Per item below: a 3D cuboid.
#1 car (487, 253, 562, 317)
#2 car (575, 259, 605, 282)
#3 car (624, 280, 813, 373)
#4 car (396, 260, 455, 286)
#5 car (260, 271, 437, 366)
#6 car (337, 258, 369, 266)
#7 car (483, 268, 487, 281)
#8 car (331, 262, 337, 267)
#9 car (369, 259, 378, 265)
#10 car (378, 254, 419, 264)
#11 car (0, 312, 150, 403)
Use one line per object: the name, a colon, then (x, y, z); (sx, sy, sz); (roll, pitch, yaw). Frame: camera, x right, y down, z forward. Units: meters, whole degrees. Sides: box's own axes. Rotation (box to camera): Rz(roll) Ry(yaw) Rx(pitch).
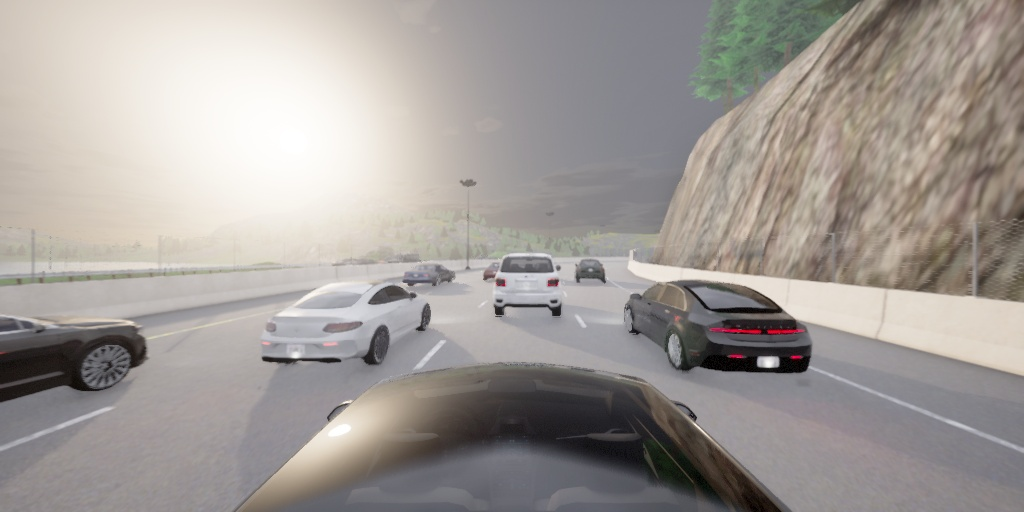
car: (0.622, 0.926, 13.132); (2.150, 2.045, 5.566); (0, 0, 4)
car: (5.942, 1.008, 27.598); (2.097, 1.767, 4.553); (0, 0, 9)
car: (3.795, 1.242, 7.567); (1.837, 1.490, 4.892); (0, 1, 3)
car: (-5.314, 1.194, 23.588); (2.033, 1.411, 5.357); (0, 0, 8)
car: (-3.198, 1.242, 7.791); (1.812, 1.442, 4.674); (0, 0, 3)
car: (-19.172, 1.014, 45.318); (2.128, 1.511, 4.902); (0, 0, 14)
car: (-0.951, 1.199, 28.810); (1.994, 1.385, 4.181); (0, 0, 10)
car: (-22.074, 1.011, 48.146); (1.837, 1.490, 4.892); (0, 0, 14)
car: (-15.495, 0.881, 45.566); (2.097, 1.767, 4.553); (0, 0, 14)
car: (-12.814, 0.773, 41.920); (2.150, 2.045, 5.566); (0, 0, 13)
car: (-6.863, 1.218, 3.785); (2.128, 1.511, 4.902); (0, 0, 2)
